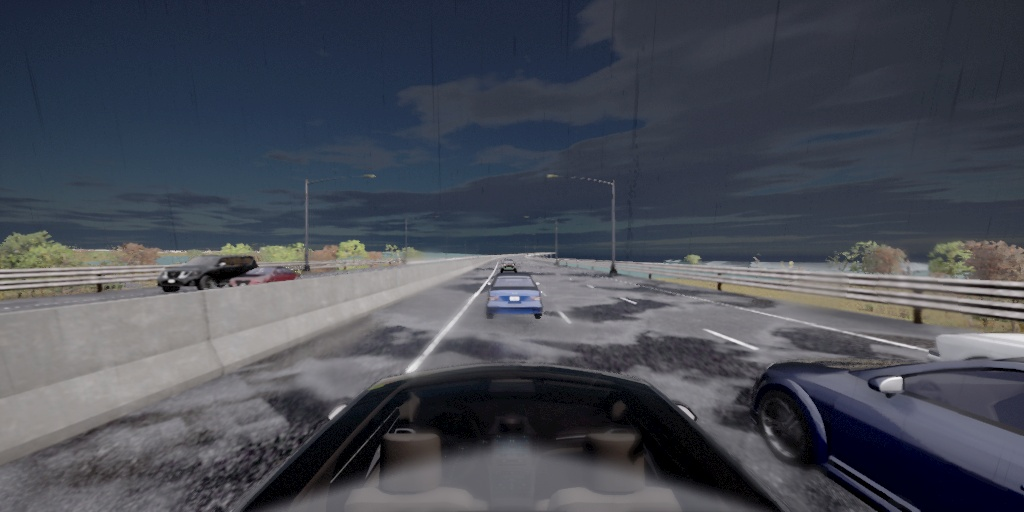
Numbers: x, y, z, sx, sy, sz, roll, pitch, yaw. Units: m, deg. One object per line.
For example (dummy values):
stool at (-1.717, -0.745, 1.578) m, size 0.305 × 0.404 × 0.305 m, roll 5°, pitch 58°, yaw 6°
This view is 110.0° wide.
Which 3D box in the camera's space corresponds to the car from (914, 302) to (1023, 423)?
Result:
car at (7.094, 1.349, 3.124) m, size 1.895 × 1.301 × 4.718 m, roll 0°, pitch 0°, yaw 0°

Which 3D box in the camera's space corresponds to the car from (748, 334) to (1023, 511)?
car at (3.591, 1.313, 2.218) m, size 1.994 × 1.385 × 4.181 m, roll 0°, pitch 0°, yaw 0°

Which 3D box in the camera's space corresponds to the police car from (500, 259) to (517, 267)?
police car at (-0.409, 1.221, 43.899) m, size 2.038 × 1.542 × 4.974 m, roll 0°, pitch 0°, yaw -1°

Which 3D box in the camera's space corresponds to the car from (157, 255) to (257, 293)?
car at (-17.610, 0.955, 21.278) m, size 2.150 × 2.045 × 5.566 m, roll 0°, pitch 0°, yaw -1°

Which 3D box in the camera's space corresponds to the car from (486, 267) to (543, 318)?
car at (0.059, 1.296, 13.018) m, size 2.033 × 1.411 × 5.357 m, roll 0°, pitch 0°, yaw 0°

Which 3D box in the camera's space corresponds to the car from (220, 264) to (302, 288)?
car at (-14.109, 1.312, 20.771) m, size 1.994 × 1.385 × 4.181 m, roll 0°, pitch 0°, yaw 0°
